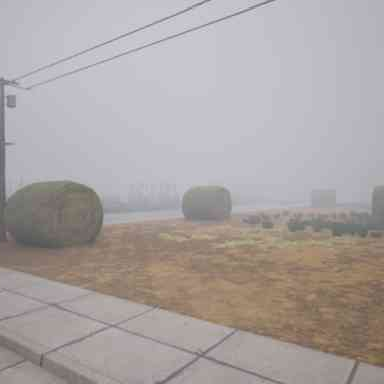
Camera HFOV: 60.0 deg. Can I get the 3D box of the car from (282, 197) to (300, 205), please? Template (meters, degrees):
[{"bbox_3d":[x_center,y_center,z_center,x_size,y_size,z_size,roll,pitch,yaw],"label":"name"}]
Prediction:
[{"bbox_3d":[17.129,1.557,57.842,1.812,1.442,4.674,0,0,38],"label":"car"}]
